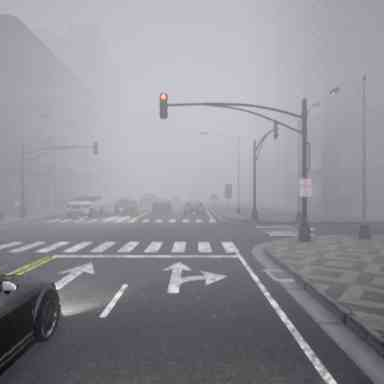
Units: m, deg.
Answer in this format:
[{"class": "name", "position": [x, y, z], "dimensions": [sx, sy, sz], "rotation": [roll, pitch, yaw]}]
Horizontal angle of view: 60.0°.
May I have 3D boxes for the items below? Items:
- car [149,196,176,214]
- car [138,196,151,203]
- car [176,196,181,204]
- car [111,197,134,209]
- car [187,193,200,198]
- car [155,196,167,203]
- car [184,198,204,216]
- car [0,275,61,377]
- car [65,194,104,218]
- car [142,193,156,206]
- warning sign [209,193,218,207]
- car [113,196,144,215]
[{"class": "car", "position": [-3.039, 1.459, 34.857], "dimensions": [1.882, 1.535, 5.008], "rotation": [0, 0, 0]}, {"class": "car", "position": [-9.546, 1.468, 67.124], "dimensions": [1.812, 1.442, 4.674], "rotation": [0, 0, 1]}, {"class": "car", "position": [-3.000, 1.452, 63.111], "dimensions": [1.837, 1.490, 4.892], "rotation": [0, 0, 1]}, {"class": "car", "position": [-9.697, 1.460, 46.880], "dimensions": [2.128, 1.511, 4.902], "rotation": [0, 0, 0]}, {"class": "car", "position": [0.245, 1.169, 62.374], "dimensions": [2.150, 2.045, 5.566], "rotation": [0, 0, 0]}, {"class": "car", "position": [-6.285, 1.572, 67.867], "dimensions": [1.895, 1.301, 4.718], "rotation": [0, 0, 0]}, {"class": "car", "position": [0.203, 1.585, 32.291], "dimensions": [1.895, 1.301, 4.718], "rotation": [0, 0, 0]}, {"class": "car", "position": [-3.137, 1.563, 3.782], "dimensions": [1.994, 1.385, 4.181], "rotation": [0, 0, 0]}, {"class": "car", "position": [-9.752, 1.207, 30.668], "dimensions": [2.150, 2.045, 5.566], "rotation": [0, 0, 0]}, {"class": "car", "position": [-6.434, 1.186, 50.148], "dimensions": [2.150, 2.045, 5.566], "rotation": [0, 0, 0]}, {"class": "warning sign", "position": [2.995, 1.083, 46.358], "dimensions": [1.300, 1.860, 1.060], "rotation": [0, 0, 0]}, {"class": "car", "position": [-6.495, 1.475, 33.071], "dimensions": [2.128, 1.511, 4.902], "rotation": [0, 0, 0]}]
